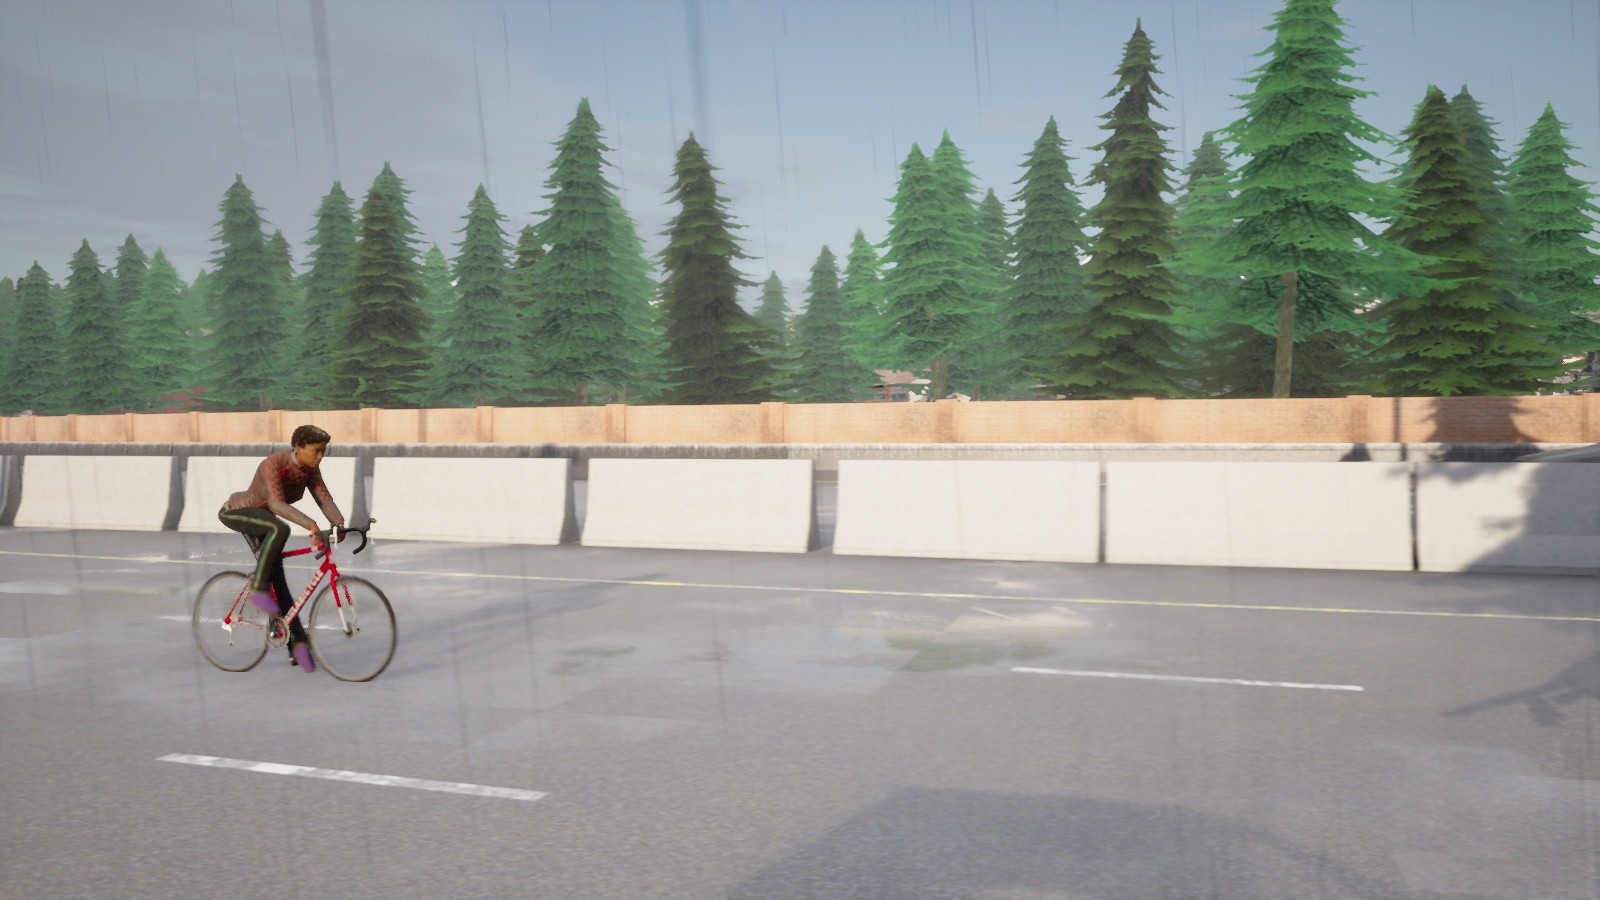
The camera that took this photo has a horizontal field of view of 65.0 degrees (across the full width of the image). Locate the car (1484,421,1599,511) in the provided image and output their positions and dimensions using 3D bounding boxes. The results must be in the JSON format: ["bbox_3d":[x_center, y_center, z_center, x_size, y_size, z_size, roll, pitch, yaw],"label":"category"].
[{"bbox_3d":[16.053,0.291,23.839,5.027,1.651,2.152,0,1,16],"label":"car"}]

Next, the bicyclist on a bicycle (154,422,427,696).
[{"bbox_3d":[-3.267,0.640,8.047,1.656,1.620,0.582,1,1,20],"label":"bicyclist on a bicycle"}]
